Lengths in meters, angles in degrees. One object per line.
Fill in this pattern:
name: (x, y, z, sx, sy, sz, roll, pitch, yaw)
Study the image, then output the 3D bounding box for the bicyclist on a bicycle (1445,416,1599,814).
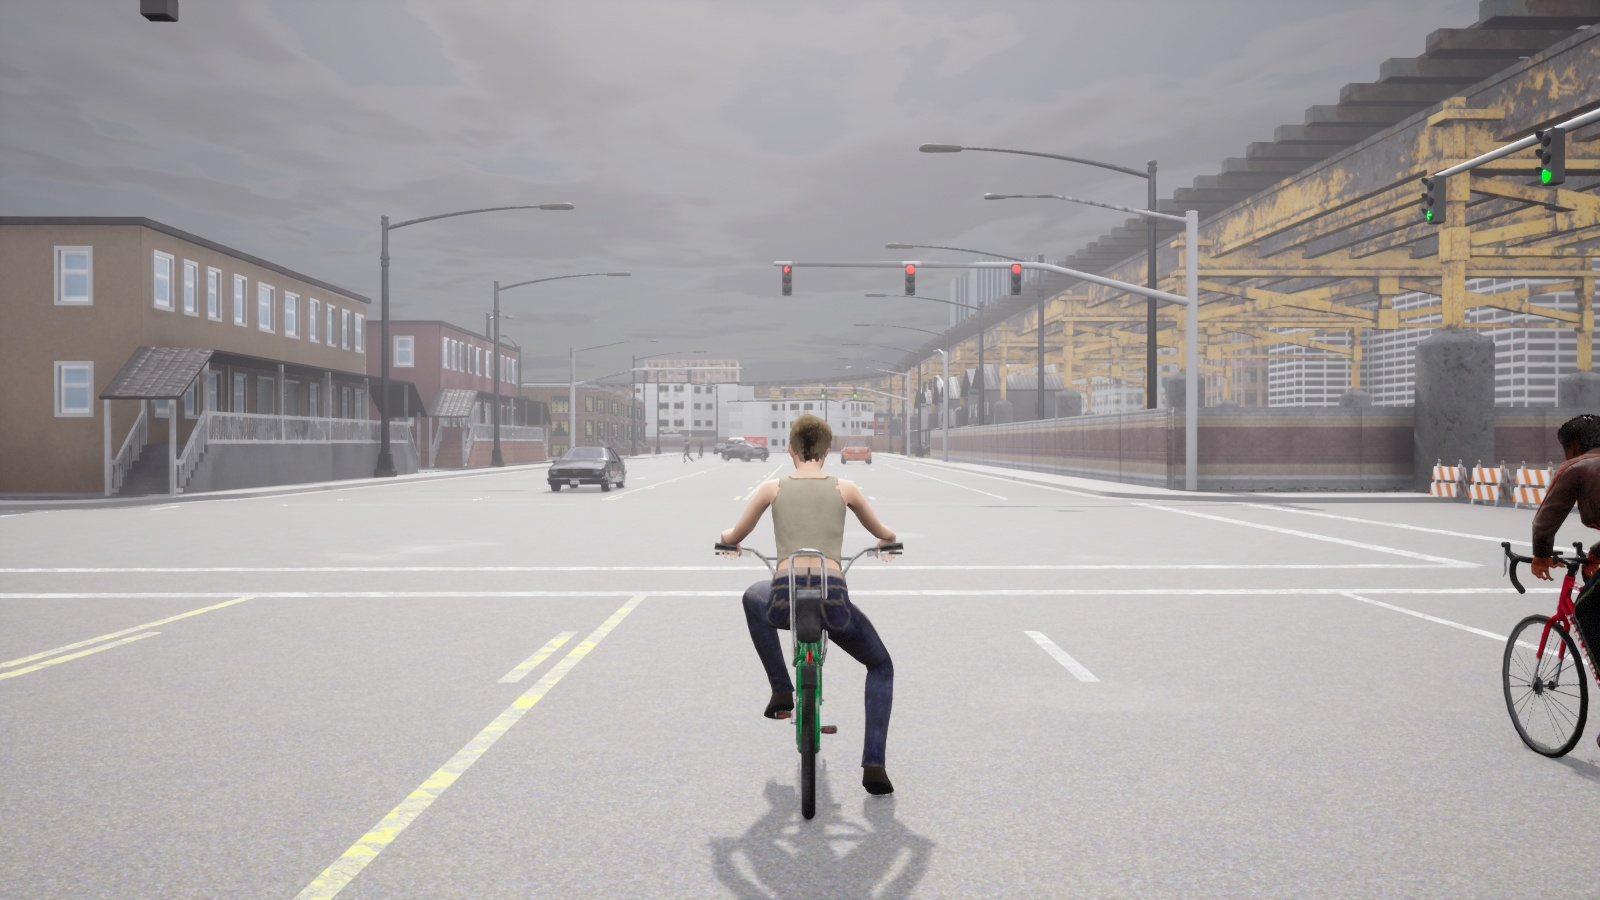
bicyclist on a bicycle: (3.545, 0.671, 5.511, 0.582, 1.620, 1.656, 0, 0, 0)

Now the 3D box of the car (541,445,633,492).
car: (-6.773, 0.560, 40.534, 2.033, 1.411, 5.357, 0, 0, 0)

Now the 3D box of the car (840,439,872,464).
car: (3.985, 0.101, 89.866, 2.097, 1.767, 4.553, 0, 0, 0)

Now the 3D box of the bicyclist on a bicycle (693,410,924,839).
bicyclist on a bicycle: (0.038, 0.652, 5.474, 0.866, 1.612, 1.509, 0, 0, 0)
